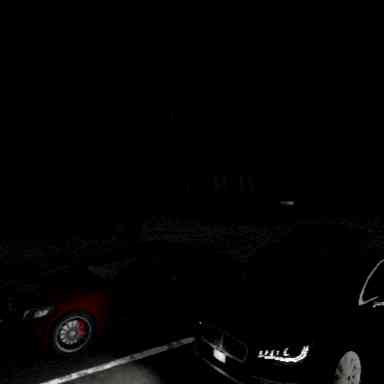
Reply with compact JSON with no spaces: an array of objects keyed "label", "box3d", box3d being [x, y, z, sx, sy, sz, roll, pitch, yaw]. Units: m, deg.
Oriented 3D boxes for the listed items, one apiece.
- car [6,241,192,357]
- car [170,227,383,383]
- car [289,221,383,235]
[{"label":"car","box3d":[-0.939,1.595,5.980,4.206,1.307,1.802,0,0,-35]},{"label":"car","box3d":[2.275,1.529,5.001,4.892,1.490,1.837,0,0,-36]},{"label":"car","box3d":[3.650,1.608,9.253,4.313,1.339,1.947,0,0,-35]}]
